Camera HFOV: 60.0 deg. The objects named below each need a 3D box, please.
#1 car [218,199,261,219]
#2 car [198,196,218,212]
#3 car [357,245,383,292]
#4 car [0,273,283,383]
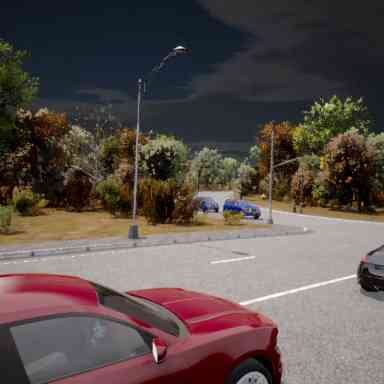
[{"bbox_3d":[5.445,1.850,37.170,2.150,2.045,5.566,3,-1,-22],"label":"car"},{"bbox_3d":[1.939,1.697,46.767,2.150,2.045,5.566,3,1,-18],"label":"car"},{"bbox_3d":[5.814,1.666,7.949,4.181,1.385,1.994,1,-1,-35],"label":"car"},{"bbox_3d":[-1.334,1.479,2.794,5.008,1.535,1.882,0,0,-36],"label":"car"}]
